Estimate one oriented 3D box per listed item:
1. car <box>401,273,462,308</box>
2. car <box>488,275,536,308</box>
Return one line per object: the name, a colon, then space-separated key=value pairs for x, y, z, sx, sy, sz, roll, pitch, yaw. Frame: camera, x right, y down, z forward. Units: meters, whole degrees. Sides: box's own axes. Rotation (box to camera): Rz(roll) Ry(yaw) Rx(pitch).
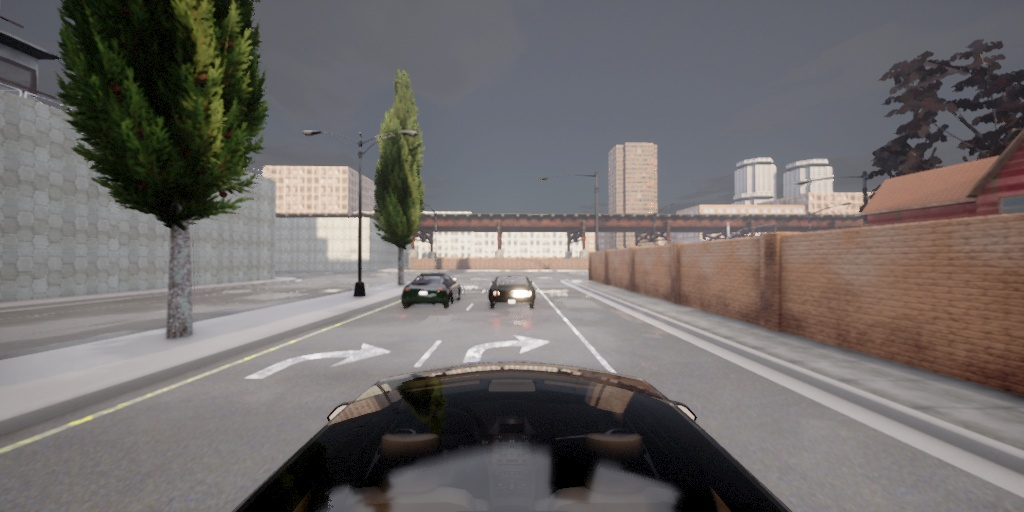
car: x=-3.495 y=1.449 z=16.131 sx=1.994 sy=1.385 sz=4.181 roll=0 pitch=-1 yaw=0
car: x=0.002 y=1.484 z=15.954 sx=1.895 sy=1.301 sz=4.718 roll=0 pitch=0 yaw=0
